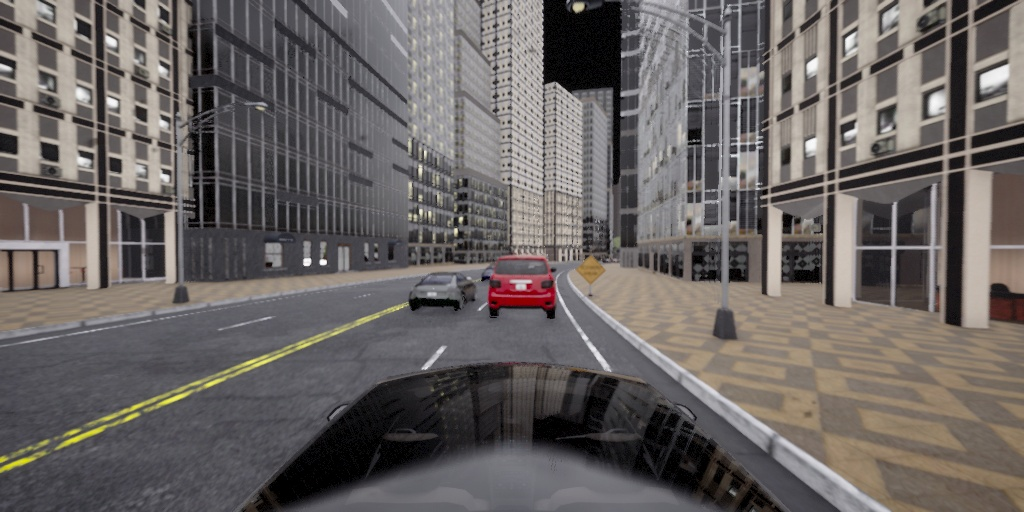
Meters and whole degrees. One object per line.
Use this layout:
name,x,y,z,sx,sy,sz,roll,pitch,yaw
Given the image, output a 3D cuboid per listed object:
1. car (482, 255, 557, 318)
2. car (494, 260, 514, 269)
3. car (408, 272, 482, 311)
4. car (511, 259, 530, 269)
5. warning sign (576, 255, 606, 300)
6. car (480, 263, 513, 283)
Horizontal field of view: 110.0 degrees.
car,0.459,0.987,13.210,2.150,2.045,5.566,0,0,4
car,-1.333,1.386,62.552,2.033,1.411,5.357,0,0,15
car,-2.676,1.325,14.704,1.994,1.385,4.181,0,0,4
car,1.557,1.344,60.754,2.128,1.511,4.902,0,0,15
warning sign,3.407,0.887,15.627,1.300,1.860,1.060,0,0,4
car,-1.207,1.347,29.623,1.994,1.385,4.181,0,0,8
